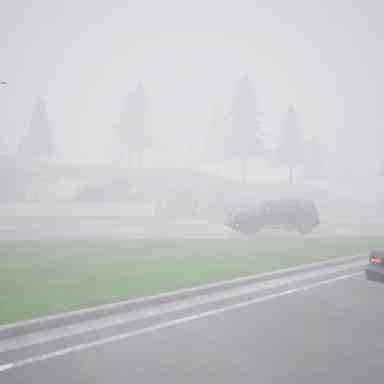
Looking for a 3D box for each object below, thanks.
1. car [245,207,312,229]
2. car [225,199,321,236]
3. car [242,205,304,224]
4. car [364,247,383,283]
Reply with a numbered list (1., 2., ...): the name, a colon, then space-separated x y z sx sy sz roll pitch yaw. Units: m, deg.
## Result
1. car: 6.086 1.795 23.589 4.181 1.385 1.994 1 0 -14
2. car: 4.804 1.412 19.728 5.566 2.045 2.150 1 0 -11
3. car: 6.607 1.789 27.306 4.674 1.442 1.812 1 0 -17
4. car: 6.608 1.669 8.553 5.357 1.411 2.033 1 -1 -34
